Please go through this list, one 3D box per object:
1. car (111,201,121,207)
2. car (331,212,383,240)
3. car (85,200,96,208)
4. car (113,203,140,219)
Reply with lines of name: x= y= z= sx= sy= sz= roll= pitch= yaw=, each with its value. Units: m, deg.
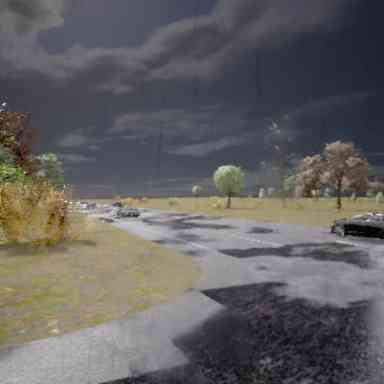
car: x=-18.264 y=2.851 z=80.122 sx=1.837 sy=1.490 sz=4.892 roll=0 pitch=-1 yaw=-24
car: x=9.462 y=1.763 z=17.127 sx=2.128 sy=1.511 sz=4.902 roll=0 pitch=-1 yaw=-24
car: x=-22.455 y=2.854 z=74.277 sx=1.812 sy=1.442 sz=4.674 roll=-1 pitch=-1 yaw=-18
car: x=-7.288 y=2.275 z=37.803 sx=1.994 sy=1.385 sz=4.181 roll=0 pitch=-1 yaw=-24
